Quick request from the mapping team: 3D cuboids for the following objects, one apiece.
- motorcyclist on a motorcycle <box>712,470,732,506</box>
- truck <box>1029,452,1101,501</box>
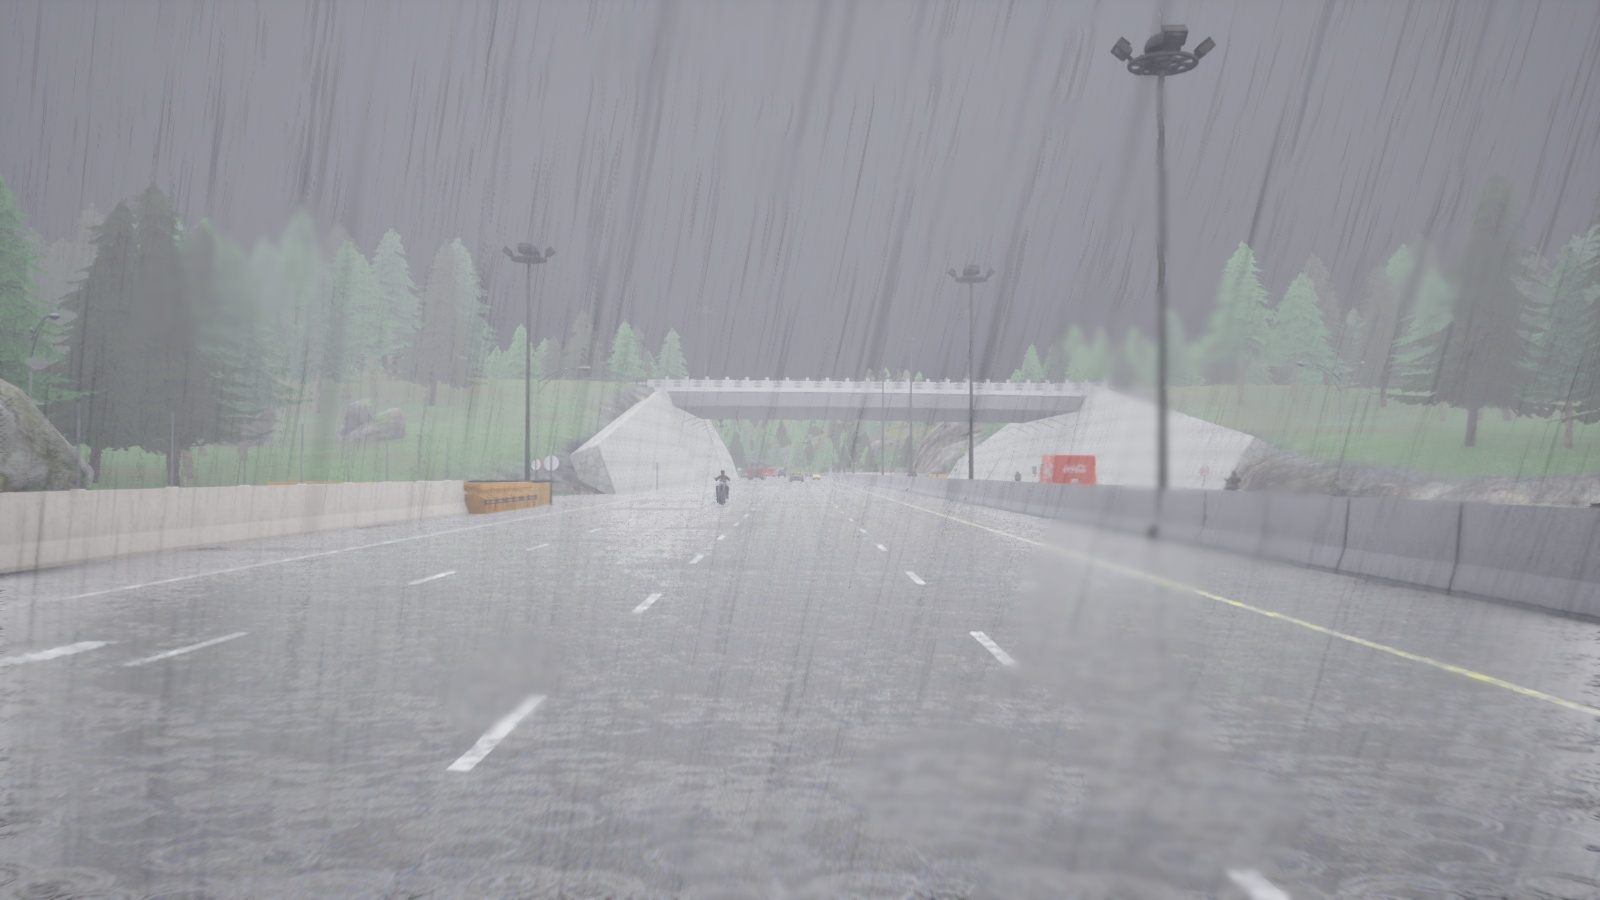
[{"bbox_3d":[-3.643,1.766,58.946,0.766,1.649,2.350,0,-1,0],"label":"motorcyclist on a motorcycle"},{"bbox_3d":[13.838,1.375,65.871,2.627,2.467,5.204,0,-1,0],"label":"truck"}]
